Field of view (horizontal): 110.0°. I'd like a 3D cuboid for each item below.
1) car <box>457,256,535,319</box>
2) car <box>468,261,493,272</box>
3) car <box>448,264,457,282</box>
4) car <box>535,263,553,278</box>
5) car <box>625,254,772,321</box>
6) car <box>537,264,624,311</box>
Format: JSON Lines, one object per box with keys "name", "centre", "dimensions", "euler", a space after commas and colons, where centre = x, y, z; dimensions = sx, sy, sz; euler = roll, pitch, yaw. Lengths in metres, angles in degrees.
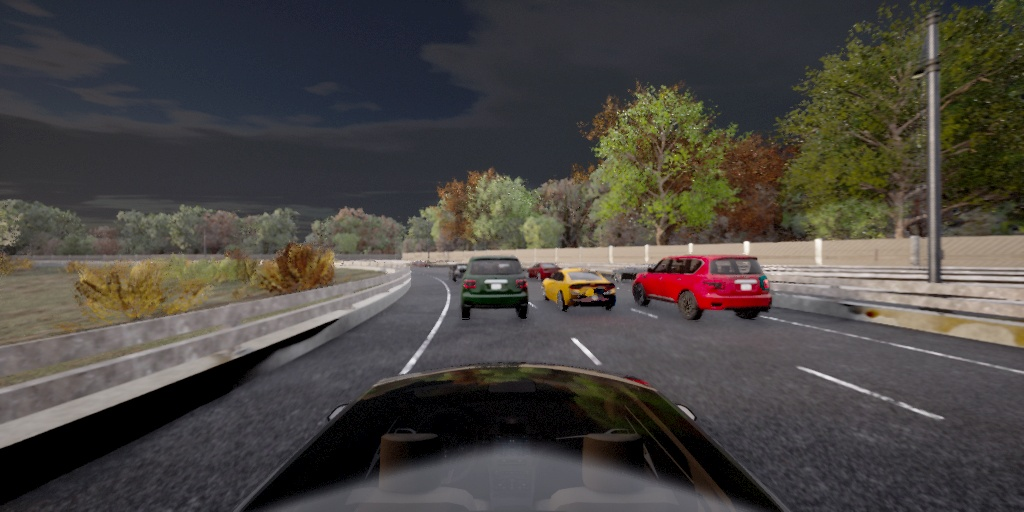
{"name": "car", "centre": [-0.751, 1.012, 13.273], "dimensions": [2.150, 2.045, 5.566], "euler": [0, 0, -6]}
{"name": "car", "centre": [-4.457, 1.484, 50.356], "dimensions": [1.994, 1.385, 4.181], "euler": [0, 0, -27]}
{"name": "car", "centre": [-4.311, 1.389, 30.663], "dimensions": [1.812, 1.442, 4.674], "euler": [0, 0, -16]}
{"name": "car", "centre": [2.761, 1.313, 31.275], "dimensions": [1.882, 1.535, 5.008], "euler": [0, 0, -15]}
{"name": "car", "centre": [6.322, 0.980, 12.736], "dimensions": [2.150, 2.045, 5.566], "euler": [0, 0, -5]}
{"name": "car", "centre": [2.547, 1.260, 14.711], "dimensions": [1.882, 1.535, 5.008], "euler": [0, 0, -7]}
